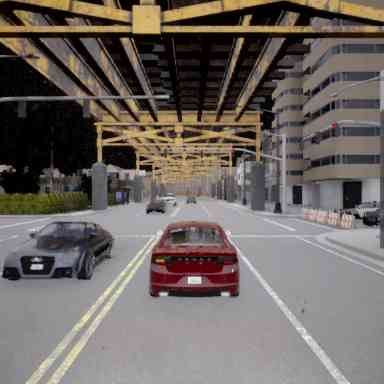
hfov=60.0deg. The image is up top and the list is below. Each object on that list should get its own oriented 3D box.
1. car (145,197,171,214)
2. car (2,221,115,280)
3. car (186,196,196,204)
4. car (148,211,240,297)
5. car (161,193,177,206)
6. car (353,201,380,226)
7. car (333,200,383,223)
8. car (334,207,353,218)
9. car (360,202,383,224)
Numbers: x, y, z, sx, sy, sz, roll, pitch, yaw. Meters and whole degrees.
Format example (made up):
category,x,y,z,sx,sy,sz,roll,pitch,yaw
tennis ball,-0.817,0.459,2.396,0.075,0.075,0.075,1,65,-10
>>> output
category,x,y,z,sx,sy,sz,roll,pitch,yaw
car,-3.675,1.547,35.054,2.033,1.411,5.357,0,0,0
car,-3.620,1.564,9.765,1.994,1.385,4.181,0,0,0
car,-0.137,1.547,63.294,2.033,1.411,5.357,0,0,0
car,0.056,1.478,8.619,1.882,1.535,5.008,0,0,0
car,-3.686,1.220,54.069,2.150,2.045,5.566,0,0,0
car,13.216,1.453,21.315,4.974,1.542,2.038,0,0,-20
car,13.534,1.453,25.474,4.974,1.542,2.038,0,0,25
car,13.581,1.295,25.453,4.536,1.218,1.853,0,0,25
car,13.265,1.295,21.333,4.536,1.218,1.853,0,0,-20
